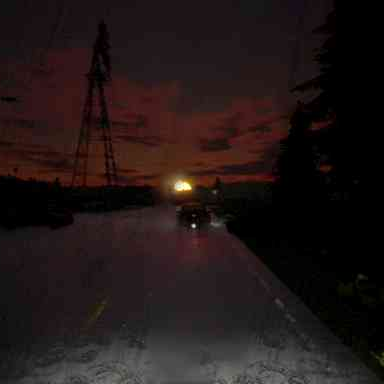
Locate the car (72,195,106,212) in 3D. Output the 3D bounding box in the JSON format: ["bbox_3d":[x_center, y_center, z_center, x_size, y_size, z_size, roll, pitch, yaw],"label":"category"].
[{"bbox_3d":[-11.896,1.319,37.701,3.866,1.878,1.905,0,0,-31],"label":"car"}]

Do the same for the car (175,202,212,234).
[{"bbox_3d":[0.099,1.481,19.049,1.837,1.490,4.892,0,-1,0],"label":"car"}]

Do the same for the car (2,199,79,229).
[{"bbox_3d":[-9.541,1.462,20.855,3.988,1.617,1.851,0,0,-1],"label":"car"}]

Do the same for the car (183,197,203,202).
[{"bbox_3d":[0.102,1.317,34.555,2.097,1.767,4.553,0,0,0],"label":"car"}]
